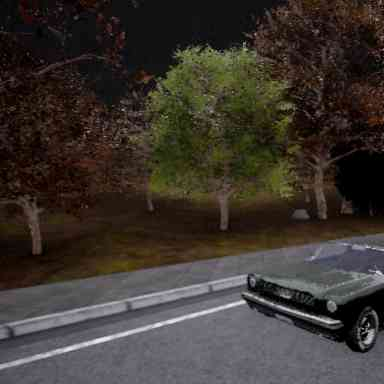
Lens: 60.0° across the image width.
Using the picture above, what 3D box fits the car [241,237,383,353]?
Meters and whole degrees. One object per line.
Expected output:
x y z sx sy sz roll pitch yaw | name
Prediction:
3.187 1.589 6.229 4.718 1.301 1.895 0 0 -35 | car
